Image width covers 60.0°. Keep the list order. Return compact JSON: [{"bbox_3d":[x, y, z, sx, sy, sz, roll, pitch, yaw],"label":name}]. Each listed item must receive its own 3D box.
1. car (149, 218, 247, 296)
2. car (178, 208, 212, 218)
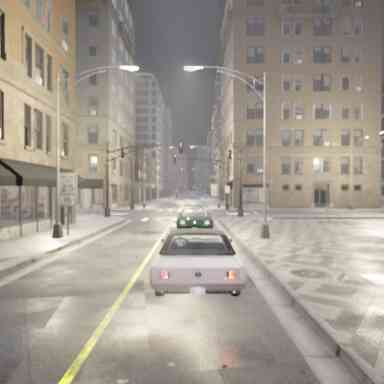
[{"bbox_3d":[0.120,1.576,8.503,1.895,1.301,4.718,0,0,0],"label":"car"},{"bbox_3d":[0.143,1.547,18.738,1.895,1.301,4.718,0,0,0],"label":"car"}]
